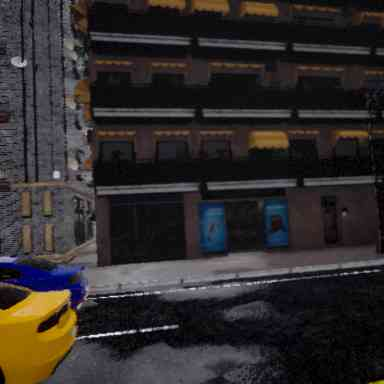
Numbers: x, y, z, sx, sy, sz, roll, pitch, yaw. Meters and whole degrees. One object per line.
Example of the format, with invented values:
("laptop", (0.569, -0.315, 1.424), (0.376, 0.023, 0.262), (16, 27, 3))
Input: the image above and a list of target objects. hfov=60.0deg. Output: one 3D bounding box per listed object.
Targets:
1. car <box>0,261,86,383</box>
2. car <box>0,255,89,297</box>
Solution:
("car", (-4.239, 2.039, 4.578), (5.008, 1.535, 1.882), (-2, -4, -11))
("car", (-5.026, 2.296, 7.725), (5.008, 1.535, 1.882), (-2, -4, -11))
